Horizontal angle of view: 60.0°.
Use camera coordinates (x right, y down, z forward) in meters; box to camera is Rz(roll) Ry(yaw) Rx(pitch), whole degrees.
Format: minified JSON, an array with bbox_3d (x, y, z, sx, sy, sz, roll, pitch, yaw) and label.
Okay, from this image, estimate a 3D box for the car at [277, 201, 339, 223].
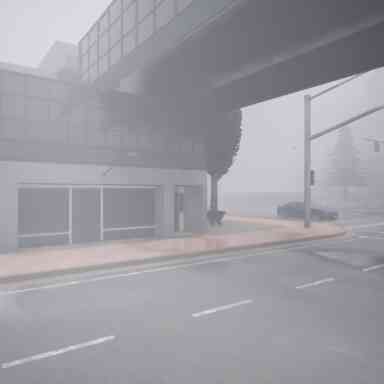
[{"bbox_3d":[8.929,1.478,26.027,1.882,1.535,5.008,0,0,-34],"label":"car"}]
